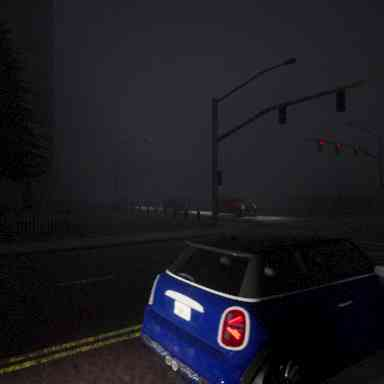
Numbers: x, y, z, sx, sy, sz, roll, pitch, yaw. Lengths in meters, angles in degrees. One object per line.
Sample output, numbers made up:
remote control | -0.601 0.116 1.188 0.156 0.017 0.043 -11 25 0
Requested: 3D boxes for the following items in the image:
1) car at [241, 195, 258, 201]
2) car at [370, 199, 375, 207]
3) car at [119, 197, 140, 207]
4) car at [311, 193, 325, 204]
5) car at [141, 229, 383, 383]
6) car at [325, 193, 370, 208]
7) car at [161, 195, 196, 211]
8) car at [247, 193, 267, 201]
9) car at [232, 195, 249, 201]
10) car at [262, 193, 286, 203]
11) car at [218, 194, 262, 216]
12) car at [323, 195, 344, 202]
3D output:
car | 13.784 1.381 79.966 1.784 1.438 3.905 0 0 -36
car | 23.404 1.170 46.839 1.905 1.878 3.866 0 0 -36
car | -9.740 1.494 51.844 2.128 1.511 4.902 0 0 -35
car | 29.196 1.173 72.510 1.932 1.855 4.605 0 0 -36
car | 1.629 1.353 4.956 4.553 1.767 2.097 0 0 -35
car | 21.015 1.166 45.206 1.932 1.855 4.605 0 0 -36
car | -2.055 1.498 41.090 2.128 1.511 4.902 0 0 -36
car | 15.941 1.171 81.563 1.932 1.855 4.605 0 0 -36
car | 11.424 1.412 78.288 1.970 1.475 3.806 0 0 -36
car | 15.481 1.410 62.639 1.970 1.475 3.806 0 0 -36
car | 4.174 1.359 32.400 2.097 1.767 4.553 0 0 -36
car | 31.593 1.385 74.137 1.784 1.438 3.905 0 0 -36
